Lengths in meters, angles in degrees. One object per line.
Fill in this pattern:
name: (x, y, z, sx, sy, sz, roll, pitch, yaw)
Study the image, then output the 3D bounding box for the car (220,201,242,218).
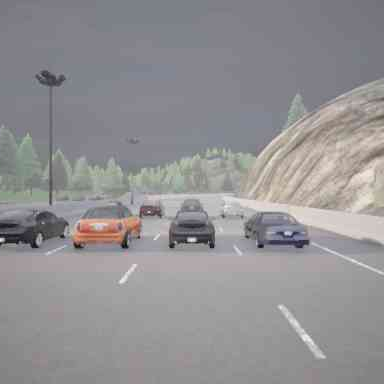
car: (3.500, 1.530, 29.650, 1.812, 1.442, 4.674, 0, 0, 0)

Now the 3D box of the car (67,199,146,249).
car: (-3.500, 1.363, 14.620, 2.097, 1.767, 4.553, 0, 0, 0)

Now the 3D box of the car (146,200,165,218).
car: (-3.500, 1.482, 29.650, 1.882, 1.535, 5.008, 0, 0, 0)

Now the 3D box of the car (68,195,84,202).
car: (-24.500, 1.458, 71.927, 1.837, 1.490, 4.892, 0, 0, 0)

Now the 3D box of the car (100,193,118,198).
car: (-17.500, 1.183, 71.897, 2.150, 2.045, 5.566, 0, 0, 0)

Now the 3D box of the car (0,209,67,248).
car: (-7.000, 1.513, 14.650, 1.837, 1.490, 4.892, 0, 0, 0)

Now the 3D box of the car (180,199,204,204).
car: (0.000, 1.364, 29.620, 2.097, 1.767, 4.553, 0, 0, 0)

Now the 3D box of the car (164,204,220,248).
car: (0.000, 1.514, 14.650, 1.837, 1.490, 4.892, 0, 0, 0)

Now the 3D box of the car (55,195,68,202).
car: (-28.000, 1.458, 71.927, 1.837, 1.490, 4.892, 0, 0, 0)

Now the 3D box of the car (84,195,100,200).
car: (-21.000, 1.436, 71.927, 1.882, 1.535, 5.008, 0, 0, 0)

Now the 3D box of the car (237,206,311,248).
car: (3.500, 1.560, 14.650, 2.033, 1.411, 5.357, 0, 0, 0)
